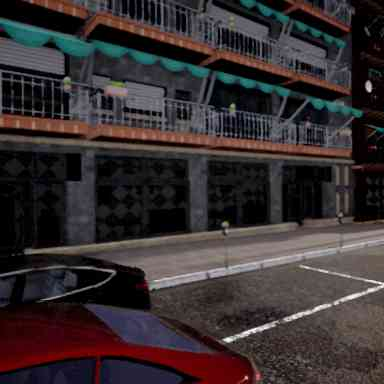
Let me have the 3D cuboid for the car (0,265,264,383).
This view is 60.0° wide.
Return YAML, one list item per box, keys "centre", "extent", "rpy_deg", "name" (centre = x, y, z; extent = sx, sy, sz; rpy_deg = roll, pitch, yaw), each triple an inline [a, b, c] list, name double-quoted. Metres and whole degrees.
- centre: [-1.429, 1.564, 2.052]
  extent: [4.181, 1.385, 1.994]
  rpy_deg: [0, 0, -36]
  name: "car"

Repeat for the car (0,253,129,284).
- centre: [-2.590, 1.565, 4.262]
  extent: [4.313, 1.339, 1.947]
  rpy_deg: [0, -1, -35]
  name: "car"
